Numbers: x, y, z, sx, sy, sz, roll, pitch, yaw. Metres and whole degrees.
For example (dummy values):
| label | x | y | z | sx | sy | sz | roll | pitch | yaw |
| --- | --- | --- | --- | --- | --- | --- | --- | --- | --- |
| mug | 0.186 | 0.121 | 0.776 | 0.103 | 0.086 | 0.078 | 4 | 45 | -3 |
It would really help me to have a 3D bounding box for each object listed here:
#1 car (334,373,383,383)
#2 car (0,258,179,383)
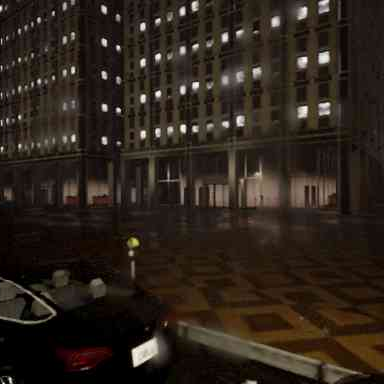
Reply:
| label | x | y | z | sx | sy | sz | roll | pitch | yaw |
| --- | --- | --- | --- | --- | --- | --- | --- | --- | --- |
| car | 2.446 | 1.565 | 1.130 | 4.313 | 1.339 | 1.947 | 0 | 0 | 35 |
| car | -2.140 | 1.571 | 4.400 | 4.313 | 1.339 | 1.947 | 0 | 0 | 35 |
